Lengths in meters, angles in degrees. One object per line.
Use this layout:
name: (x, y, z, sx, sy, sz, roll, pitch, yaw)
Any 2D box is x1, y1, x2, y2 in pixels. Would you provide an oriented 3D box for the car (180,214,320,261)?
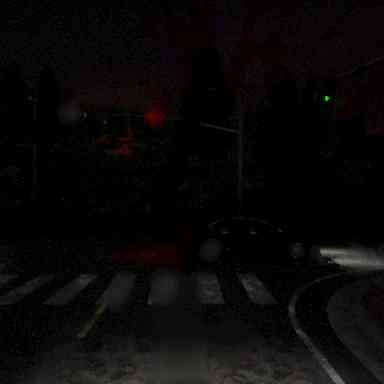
car: (2.012, 1.573, 11.933, 4.892, 1.490, 1.837, 0, 0, 0)
